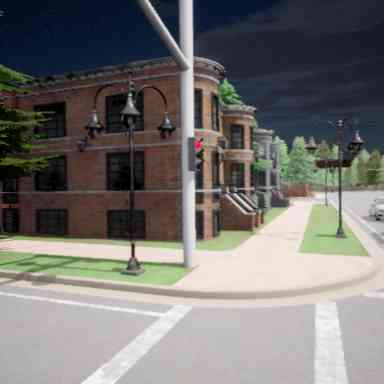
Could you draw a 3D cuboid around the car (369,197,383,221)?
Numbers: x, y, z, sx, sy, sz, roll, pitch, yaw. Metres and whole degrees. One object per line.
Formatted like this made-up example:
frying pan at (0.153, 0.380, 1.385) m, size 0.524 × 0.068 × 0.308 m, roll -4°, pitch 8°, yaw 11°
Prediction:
car at (12.627, 1.031, 21.472) m, size 1.812 × 1.442 × 4.674 m, roll 0°, pitch 1°, yaw 21°
